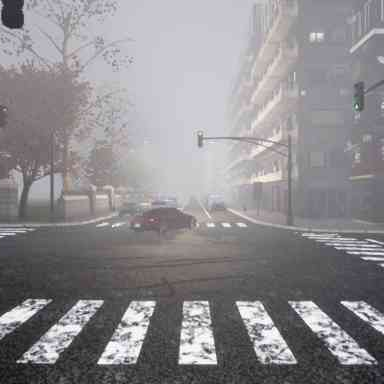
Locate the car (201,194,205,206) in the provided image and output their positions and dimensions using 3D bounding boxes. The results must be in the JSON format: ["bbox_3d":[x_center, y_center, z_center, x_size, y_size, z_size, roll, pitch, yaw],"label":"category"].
[{"bbox_3d":[2.869,1.479,53.422,1.967,1.590,4.097,0,0,0],"label":"car"}]

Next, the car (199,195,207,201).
[{"bbox_3d":[2.980,1.543,87.201,1.967,1.590,4.097,0,0,0],"label":"car"}]

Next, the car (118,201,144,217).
[{"bbox_3d":[-5.585,1.579,30.928,1.947,1.339,4.313,0,0,0],"label":"car"}]

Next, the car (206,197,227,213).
[{"bbox_3d":[2.813,1.563,36.530,1.887,1.381,4.507,0,0,0],"label":"car"}]

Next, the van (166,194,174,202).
[{"bbox_3d":[-5.419,1.431,81.600,1.690,1.788,3.998,0,0,0],"label":"van"}]

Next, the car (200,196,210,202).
[{"bbox_3d":[2.943,1.628,75.942,2.008,1.369,4.403,0,0,0],"label":"car"}]

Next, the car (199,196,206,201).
[{"bbox_3d":[2.998,1.699,92.832,1.802,1.307,4.206,0,0,0],"label":"car"}]

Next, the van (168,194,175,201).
[{"bbox_3d":[-5.400,1.444,87.229,1.690,1.788,3.998,0,0,0],"label":"van"}]

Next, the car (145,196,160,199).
[{"bbox_3d":[-5.548,1.549,42.019,1.752,1.417,4.829,0,0,0],"label":"car"}]

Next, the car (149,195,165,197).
[{"bbox_3d":[-5.529,1.346,47.819,2.192,1.841,5.009,0,0,0],"label":"car"}]

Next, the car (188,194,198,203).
[{"bbox_3d":[0.246,1.424,71.423,2.097,1.767,4.553,0,0,0],"label":"car"}]

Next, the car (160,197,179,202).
[{"bbox_3d":[-2.960,1.623,40.245,1.895,1.301,4.718,0,0,0],"label":"car"}]

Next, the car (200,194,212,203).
[{"bbox_3d":[2.925,1.382,70.312,2.192,1.841,5.009,0,0,0],"label":"car"}]

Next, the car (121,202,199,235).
[{"bbox_3d":[-1.550,1.532,18.797,1.812,1.442,4.674,1,0,33],"label":"car"}]

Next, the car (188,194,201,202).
[{"bbox_3d":[0.303,1.577,61.343,1.812,1.442,4.674,0,0,0],"label":"car"}]

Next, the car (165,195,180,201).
[{"bbox_3d":[-2.910,1.540,50.436,1.837,1.490,4.892,0,0,0],"label":"car"}]

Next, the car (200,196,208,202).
[{"bbox_3d":[2.961,1.634,81.572,1.887,1.381,4.507,0,0,0],"label":"car"}]

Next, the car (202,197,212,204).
[{"bbox_3d":[2.906,1.602,64.681,1.887,1.381,4.507,0,0,0],"label":"car"}]

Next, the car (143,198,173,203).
[{"bbox_3d":[-2.993,1.539,30.321,1.812,1.442,4.674,0,0,0],"label":"car"}]

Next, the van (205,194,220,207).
[{"bbox_3d":[2.833,1.365,42.161,1.690,1.788,3.998,0,0,0],"label":"van"}]
